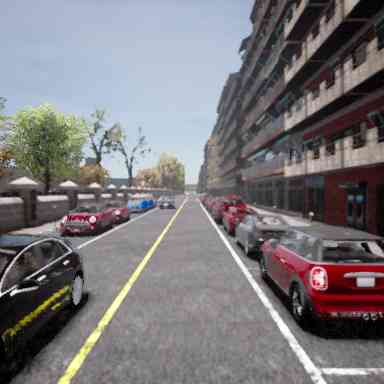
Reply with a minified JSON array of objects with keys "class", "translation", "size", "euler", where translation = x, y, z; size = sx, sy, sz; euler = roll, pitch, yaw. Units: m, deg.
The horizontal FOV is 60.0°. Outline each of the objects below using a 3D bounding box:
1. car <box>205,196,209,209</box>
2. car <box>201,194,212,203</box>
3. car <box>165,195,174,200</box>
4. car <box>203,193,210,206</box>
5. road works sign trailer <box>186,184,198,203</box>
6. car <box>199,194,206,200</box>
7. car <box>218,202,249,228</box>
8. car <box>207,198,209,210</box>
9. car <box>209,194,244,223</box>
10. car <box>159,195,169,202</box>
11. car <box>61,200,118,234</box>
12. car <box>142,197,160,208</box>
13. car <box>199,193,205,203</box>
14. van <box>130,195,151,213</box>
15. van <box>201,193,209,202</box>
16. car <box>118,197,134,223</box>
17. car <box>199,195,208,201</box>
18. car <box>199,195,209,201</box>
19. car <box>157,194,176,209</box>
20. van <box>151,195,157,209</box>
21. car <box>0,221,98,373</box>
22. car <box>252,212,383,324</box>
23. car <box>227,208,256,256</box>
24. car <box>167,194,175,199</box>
[{"class":"car","translation":[2.685,1.427,35.237],"size":[1.887,1.381,4.507],"euler":[0,0,0]},{"class":"car","translation":[2.679,1.257,63.386],"size":[1.967,1.590,4.097],"euler":[0,0,0]},{"class":"car","translation":[-5.705,1.339,85.909],"size":[1.947,1.339,4.313],"euler":[0,0,0]},{"class":"car","translation":[2.684,1.307,40.866],"size":[1.967,1.590,4.097],"euler":[0,0,0]},{"class":"road works sign trailer","translation":[-0.012,0.282,62.834],"size":[2.380,3.560,2.880],"euler":[0,0,0]},{"class":"car","translation":[2.675,1.318,85.909],"size":[1.887,1.381,4.507],"euler":[0,0,0]},{"class":"car","translation":[2.688,1.479,18.346],"size":[1.887,1.381,4.507],"euler":[0,0,0]},{"class":"car","translation":[2.686,1.449,29.607],"size":[2.008,1.369,4.403],"euler":[0,0,0]},{"class":"car","translation":[2.688,1.231,23.975],"size":[2.192,1.841,5.009],"euler":[0,0,0]},{"class":"car","translation":[-5.702,1.331,68.846],"size":[1.752,1.417,4.829],"euler":[0,0,0]},{"class":"car","translation":[-5.692,1.374,18.345],"size":[1.967,1.590,4.097],"euler":[0,0,0]},{"class":"car","translation":[-5.698,1.403,46.495],"size":[2.008,1.369,4.403],"euler":[0,0,0]},{"class":"car","translation":[2.682,1.155,52.126],"size":[2.192,1.841,5.009],"euler":[0,0,0]},{"class":"van","translation":[-5.695,1.222,35.235],"size":[1.690,1.788,3.998],"euler":[0,0,0]},{"class":"van","translation":[2.679,1.147,69.017],"size":[1.690,1.788,3.998],"euler":[0,0,0]},{"class":"car","translation":[-5.692,1.356,23.974],"size":[1.967,1.590,4.097],"euler":[0,0,0]},{"class":"car","translation":[2.676,1.335,80.279],"size":[2.008,1.369,4.403],"euler":[0,0,0]},{"class":"car","translation":[2.677,1.361,74.648],"size":[1.947,1.339,4.313],"euler":[0,0,0]},{"class":"car","translation":[-3.096,1.354,42.069],"size":[2.128,1.511,4.902],"euler":[0,0,0]},{"class":"van","translation":[-5.696,1.207,40.864],"size":[1.690,1.788,3.998],"euler":[0,0,0]},{"class":"car","translation":[-3.088,1.484,4.981],"size":[1.837,1.490,4.892],"euler":[0,1,0]},{"class":"car","translation":[2.691,1.414,7.086],"size":[1.967,1.590,4.097],"euler":[0,0,0]},{"class":"car","translation":[2.689,1.505,12.716],"size":[2.008,1.369,4.403],"euler":[0,0,0]},{"class":"car","translation":[-5.707,1.344,91.539],"size":[1.802,1.307,4.206],"euler":[0,0,0]}]
